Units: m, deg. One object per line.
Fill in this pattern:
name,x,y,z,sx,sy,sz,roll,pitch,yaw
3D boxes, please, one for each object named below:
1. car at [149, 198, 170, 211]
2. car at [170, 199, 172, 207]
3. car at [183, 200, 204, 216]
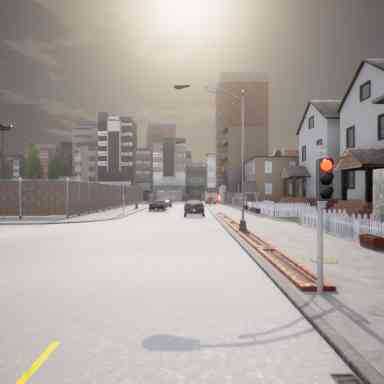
car,-4.112,1.601,40.505,1.895,1.301,4.718,0,0,0
car,-4.103,1.564,50.574,1.994,1.385,4.181,0,0,0
car,0.166,1.477,32.605,1.882,1.535,5.008,0,0,-1
